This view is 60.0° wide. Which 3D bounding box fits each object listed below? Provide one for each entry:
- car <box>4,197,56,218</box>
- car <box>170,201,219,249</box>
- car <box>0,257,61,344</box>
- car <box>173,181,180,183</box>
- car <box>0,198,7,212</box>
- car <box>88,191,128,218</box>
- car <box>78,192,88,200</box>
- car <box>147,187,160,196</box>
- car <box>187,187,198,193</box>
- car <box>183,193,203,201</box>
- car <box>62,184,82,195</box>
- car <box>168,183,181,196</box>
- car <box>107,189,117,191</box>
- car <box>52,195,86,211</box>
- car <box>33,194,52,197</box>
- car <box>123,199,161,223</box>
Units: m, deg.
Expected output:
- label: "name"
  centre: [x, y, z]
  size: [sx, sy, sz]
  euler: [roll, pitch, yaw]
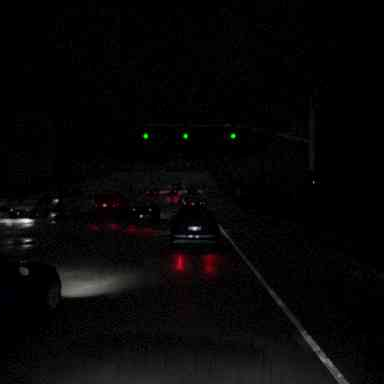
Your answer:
- label: "car"
  centre: [-14.093, 1.439, 29.298]
  size: [1.812, 1.442, 4.674]
  euler: [0, 0, 0]
- label: "car"
  centre: [0.097, 1.390, 14.379]
  size: [2.033, 1.649, 4.856]
  euler: [0, 0, 0]
- label: "car"
  centre: [-3.404, 1.513, 4.454]
  size: [1.812, 1.442, 4.674]
  euler: [0, 0, 0]
- label: "car"
  centre: [-3.371, -1.554, 70.532]
  size: [1.812, 1.442, 4.674]
  euler: [0, 7, 0]
- label: "car"
  centre: [-21.049, 1.391, 37.167]
  size: [1.812, 1.442, 4.674]
  euler: [0, 1, 0]
- label: "car"
  centre: [-6.906, 1.136, 29.015]
  size: [2.150, 2.045, 5.566]
  euler: [0, 0, 0]
- label: "car"
  centre: [-14.012, 1.009, 47.471]
  size: [2.033, 1.411, 5.357]
  euler: [0, 3, 1]
- label: "car"
  centre: [-6.927, -0.106, 60.131]
  size: [2.033, 1.411, 5.357]
  euler: [0, 7, 0]
- label: "car"
  centre: [0.092, -0.286, 61.766]
  size: [1.994, 1.385, 4.181]
  euler: [0, 7, 1]
- label: "car"
  centre: [0.093, 1.247, 34.434]
  size: [2.097, 1.767, 4.553]
  euler: [0, 0, 0]
- label: "car"
  centre: [-20.946, -0.157, 57.678]
  size: [2.150, 2.045, 5.566]
  euler: [0, 6, 0]
- label: "car"
  centre: [-3.425, -0.175, 60.521]
  size: [1.812, 1.442, 4.674]
  euler: [0, 7, 0]
- label: "car"
  centre: [-13.951, 0.248, 57.402]
  size: [1.895, 1.301, 4.718]
  euler: [0, 6, 1]
- label: "car"
  centre: [-14.053, 1.377, 37.928]
  size: [1.812, 1.442, 4.674]
  euler: [0, 1, 0]
- label: "car"
  centre: [-21.031, 1.014, 46.181]
  size: [1.882, 1.535, 5.008]
  euler: [0, 3, 1]
- label: "car"
  centre: [-3.406, 1.421, 24.871]
  size: [2.128, 1.511, 4.902]
  euler: [0, 0, 0]
